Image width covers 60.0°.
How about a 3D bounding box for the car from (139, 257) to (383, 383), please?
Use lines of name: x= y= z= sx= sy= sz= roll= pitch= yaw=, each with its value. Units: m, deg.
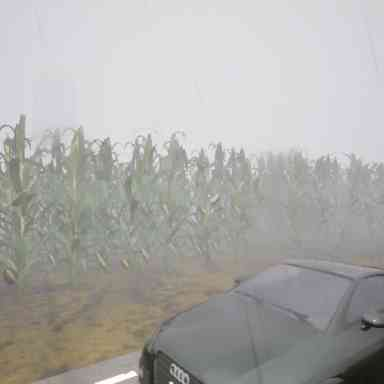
car: x=1.499 y=1.563 z=4.008 sx=4.181 sy=1.385 sz=1.994 roll=0 pitch=0 yaw=-35
